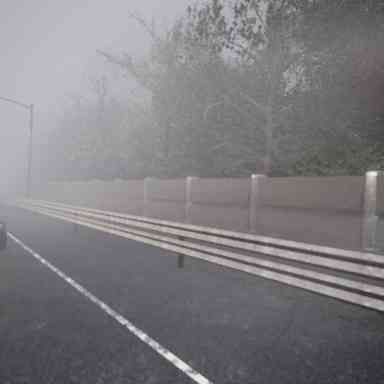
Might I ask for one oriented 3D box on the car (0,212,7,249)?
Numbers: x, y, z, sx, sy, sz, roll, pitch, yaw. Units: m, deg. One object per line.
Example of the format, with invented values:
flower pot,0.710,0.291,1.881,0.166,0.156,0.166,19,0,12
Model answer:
car,-8.541,1.111,12.746,2.097,1.767,4.553,3,0,-37
